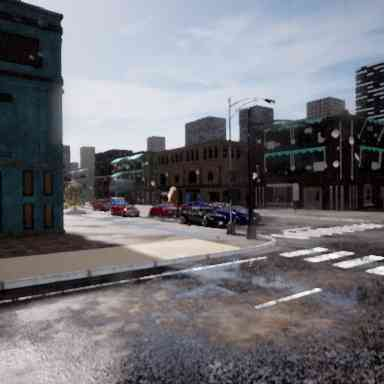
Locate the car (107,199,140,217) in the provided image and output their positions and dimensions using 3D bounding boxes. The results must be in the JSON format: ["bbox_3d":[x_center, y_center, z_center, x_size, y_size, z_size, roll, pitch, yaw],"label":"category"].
[{"bbox_3d":[-7.233,1.828,35.961,1.967,1.590,4.097,-2,0,-35],"label":"car"}]

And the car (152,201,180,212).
[{"bbox_3d":[-3.607,1.938,45.330,1.802,1.307,4.206,-2,0,-35],"label":"car"}]

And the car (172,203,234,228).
[{"bbox_3d":[0.711,1.797,24.581,1.947,1.339,4.313,-2,0,-35],"label":"car"}]

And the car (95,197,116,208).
[{"bbox_3d":[-16.442,1.912,63.375,2.192,1.841,5.009,-2,0,-35],"label":"car"}]

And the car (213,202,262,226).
[{"bbox_3d":[3.333,1.756,25.584,1.994,1.385,4.181,-1,0,-36],"label":"car"}]

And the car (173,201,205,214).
[{"bbox_3d":[-0.401,1.876,40.819,1.802,1.307,4.206,-2,0,-35],"label":"car"}]

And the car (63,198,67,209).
[{"bbox_3d":[-23.167,2.215,58.381,1.752,1.417,4.829,-2,0,-35],"label":"car"}]

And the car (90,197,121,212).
[{"bbox_3d":[-12.553,1.853,47.996,2.097,1.767,4.553,-1,0,-35],"label":"car"}]

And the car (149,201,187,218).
[{"bbox_3d":[-2.786,1.877,34.190,1.994,1.385,4.181,-1,0,-36],"label":"car"}]

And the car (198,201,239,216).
[{"bbox_3d":[2.805,1.781,36.307,2.008,1.369,4.403,-2,0,-35],"label":"car"}]
